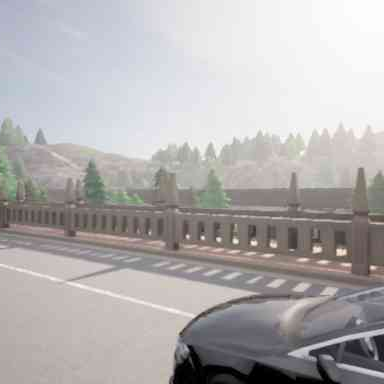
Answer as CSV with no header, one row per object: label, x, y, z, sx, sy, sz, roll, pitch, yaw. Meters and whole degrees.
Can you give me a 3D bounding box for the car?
car,2.026,1.492,2.547,4.902,1.511,2.128,0,0,35
